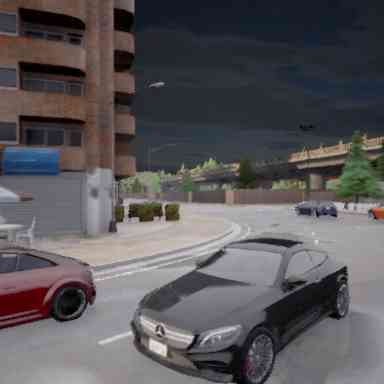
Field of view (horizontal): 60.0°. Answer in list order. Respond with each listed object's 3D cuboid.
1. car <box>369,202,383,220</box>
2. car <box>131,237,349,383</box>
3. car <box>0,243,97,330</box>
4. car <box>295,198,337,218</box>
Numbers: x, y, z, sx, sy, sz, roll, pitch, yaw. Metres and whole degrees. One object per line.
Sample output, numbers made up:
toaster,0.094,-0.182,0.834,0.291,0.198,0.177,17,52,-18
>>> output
car,15.774,1.405,25.878,2.097,1.767,4.553,-1,0,0
car,1.171,1.560,5.610,1.812,1.442,4.674,0,0,42
car,-3.843,1.643,5.740,4.181,1.385,1.994,0,0,-40
car,11.655,1.480,31.509,2.097,1.767,4.553,-1,0,-10
